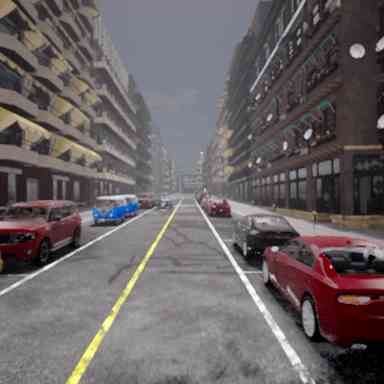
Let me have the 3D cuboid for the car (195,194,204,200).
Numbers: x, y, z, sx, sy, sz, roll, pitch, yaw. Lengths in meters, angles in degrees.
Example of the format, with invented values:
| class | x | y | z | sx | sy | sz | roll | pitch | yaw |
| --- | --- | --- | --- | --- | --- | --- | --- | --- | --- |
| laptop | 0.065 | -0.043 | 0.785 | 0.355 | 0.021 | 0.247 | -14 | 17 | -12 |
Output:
| class | x | y | z | sx | sy | sz | roll | pitch | yaw |
| --- | --- | --- | --- | --- | --- | --- | --- | --- | --- |
| car | 1.690 | 1.021 | 72.524 | 1.802 | 1.307 | 4.206 | 1 | 0 | -1 |

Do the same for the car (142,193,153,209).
| class | x | y | z | sx | sy | sz | roll | pitch | yaw |
| --- | --- | --- | --- | --- | --- | --- | --- | --- | --- |
| car | -5.752 | 1.043 | 39.304 | 2.192 | 1.841 | 5.009 | 1 | 0 | -1 |

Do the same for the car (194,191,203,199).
| class | x | y | z | sx | sy | sz | roll | pitch | yaw |
| --- | --- | --- | --- | --- | --- | --- | --- | --- | --- |
| car | 1.559 | 0.699 | 83.585 | 2.192 | 1.841 | 5.009 | 1 | 0 | -1 |

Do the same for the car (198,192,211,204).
| class | x | y | z | sx | sy | sz | roll | pitch | yaw |
| --- | --- | --- | --- | --- | --- | --- | --- | --- | --- |
| car | 2.134 | 1.090 | 39.339 | 1.967 | 1.590 | 4.097 | 1 | 0 | -1 |

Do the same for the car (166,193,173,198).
| class | x | y | z | sx | sy | sz | roll | pitch | yaw |
| --- | --- | --- | --- | --- | --- | --- | --- | --- | --- |
| car | -6.423 | 0.998 | 94.608 | 1.802 | 1.307 | 4.206 | 1 | 0 | -1 |

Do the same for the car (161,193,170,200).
| class | x | y | z | sx | sy | sz | roll | pitch | yaw |
| --- | --- | --- | --- | --- | --- | --- | --- | --- | --- |
| car | -6.223 | 1.034 | 78.016 | 1.887 | 1.381 | 4.507 | 1 | 0 | -1 |

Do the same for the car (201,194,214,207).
| class | x | y | z | sx | sy | sz | roll | pitch | yaw |
| --- | --- | --- | --- | --- | --- | --- | --- | --- | --- |
| car | 2.192 | 1.234 | 33.809 | 1.887 | 1.381 | 4.507 | 1 | 0 | -1 |

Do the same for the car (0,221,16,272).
| class | x | y | z | sx | sy | sz | roll | pitch | yaw |
| --- | --- | --- | --- | --- | --- | --- | --- | --- | --- |
| car | -5.352 | 1.523 | 5.957 | 1.752 | 1.417 | 4.829 | 1 | 1 | -1 |

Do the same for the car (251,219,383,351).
| class | x | y | z | sx | sy | sz | roll | pitch | yaw |
| --- | --- | --- | --- | --- | --- | --- | --- | --- | --- |
| car | 2.525 | 1.463 | 6.158 | 1.887 | 1.381 | 4.507 | 1 | 1 | -1 |

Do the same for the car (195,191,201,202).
| class | x | y | z | sx | sy | sz | roll | pitch | yaw |
| --- | --- | --- | --- | --- | --- | --- | --- | --- | --- |
| car | 1.960 | 0.887 | 50.398 | 2.192 | 1.841 | 5.009 | 1 | 0 | -1 |

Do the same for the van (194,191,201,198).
| class | x | y | z | sx | sy | sz | roll | pitch | yaw |
| --- | --- | --- | --- | --- | --- | --- | --- | --- | --- |
| van | 1.492 | 0.701 | 89.116 | 1.690 | 1.788 | 3.998 | 1 | 0 | -1 |

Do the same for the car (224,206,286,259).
| class | x | y | z | sx | sy | sz | roll | pitch | yaw |
| --- | --- | --- | --- | --- | --- | --- | --- | --- | --- |
| car | 2.458 | 1.419 | 11.689 | 2.008 | 1.369 | 4.403 | 1 | 0 | -1 |

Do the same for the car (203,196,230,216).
| class | x | y | z | sx | sy | sz | roll | pitch | yaw |
| --- | --- | --- | --- | --- | --- | --- | --- | --- | --- |
| car | 2.259 | 1.276 | 28.279 | 1.887 | 1.381 | 4.507 | 1 | 0 | -1 |

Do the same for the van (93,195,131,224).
| class | x | y | z | sx | sy | sz | roll | pitch | yaw |
| --- | --- | --- | --- | --- | --- | --- | --- | --- | --- |
| van | -5.551 | 1.195 | 22.713 | 1.690 | 1.788 | 3.998 | 1 | 0 | -1 |

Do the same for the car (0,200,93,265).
| class | x | y | z | sx | sy | sz | roll | pitch | yaw |
| --- | --- | --- | --- | --- | --- | --- | --- | --- | --- |
| car | -5.417 | 1.262 | 11.656 | 2.192 | 1.841 | 5.009 | 1 | 0 | -1 |

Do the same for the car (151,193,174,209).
| class | x | y | z | sx | sy | sz | roll | pitch | yaw |
| --- | --- | --- | --- | --- | --- | --- | --- | --- | --- |
| car | -3.211 | 1.194 | 39.408 | 2.128 | 1.511 | 4.902 | -1 | 0 | -1 |

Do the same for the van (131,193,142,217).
| class | x | y | z | sx | sy | sz | roll | pitch | yaw |
| --- | --- | --- | --- | --- | --- | --- | --- | --- | --- |
| van | -5.619 | 1.152 | 28.245 | 1.690 | 1.788 | 3.998 | 1 | 0 | -1 |
